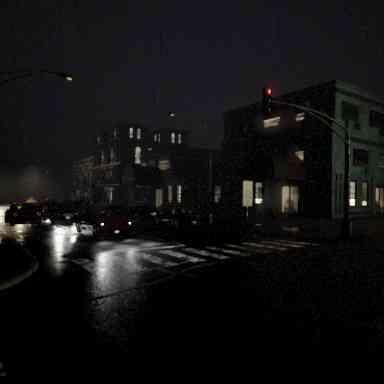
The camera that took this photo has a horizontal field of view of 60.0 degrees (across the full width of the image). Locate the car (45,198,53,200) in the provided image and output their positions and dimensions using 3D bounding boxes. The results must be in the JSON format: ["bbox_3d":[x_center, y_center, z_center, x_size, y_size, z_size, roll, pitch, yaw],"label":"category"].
[{"bbox_3d":[-23.942,1.789,55.684,1.967,1.590,4.097,1,-1,-35],"label":"car"}]

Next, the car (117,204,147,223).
[{"bbox_3d":[-4.214,1.753,27.544,1.947,1.339,4.313,1,-1,-35],"label":"car"}]

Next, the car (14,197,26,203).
[{"bbox_3d":[-42.959,2.061,83.026,2.008,1.369,4.403,1,-1,-35],"label":"car"}]

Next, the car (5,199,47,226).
[{"bbox_3d":[-11.909,1.495,23.482,1.967,1.590,4.097,1,-1,-35],"label":"car"}]

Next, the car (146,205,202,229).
[{"bbox_3d":[-1.084,1.713,23.043,2.008,1.369,4.403,1,-1,-35],"label":"car"}]

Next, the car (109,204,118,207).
[{"bbox_3d":[-7.343,1.795,32.042,1.802,1.307,4.206,1,-1,-35],"label":"car"}]

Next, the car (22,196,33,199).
[{"bbox_3d":[-33.547,1.955,69.494,1.752,1.417,4.829,1,-1,-35],"label":"car"}]

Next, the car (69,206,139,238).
[{"bbox_3d":[-4.965,1.661,18.260,1.895,1.301,4.718,1,-1,-35],"label":"car"}]

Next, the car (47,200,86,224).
[{"bbox_3d":[-10.333,1.595,25.987,2.128,1.511,4.902,1,-1,-35],"label":"car"}]

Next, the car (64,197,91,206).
[{"bbox_3d":[-14.364,1.585,42.063,2.192,1.841,5.009,1,-1,-35],"label":"car"}]

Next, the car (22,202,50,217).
[{"bbox_3d":[-16.167,1.753,34.383,1.895,1.301,4.718,1,-1,-35],"label":"car"}]

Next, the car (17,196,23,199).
[{"bbox_3d":[-39.788,1.798,78.472,2.192,1.841,5.009,1,-1,-35],"label":"car"}]
